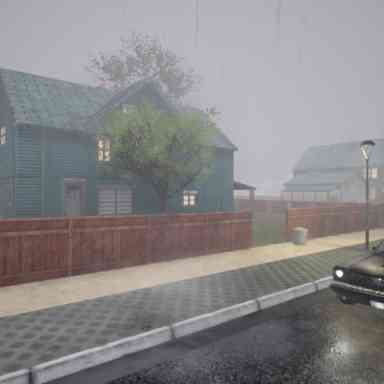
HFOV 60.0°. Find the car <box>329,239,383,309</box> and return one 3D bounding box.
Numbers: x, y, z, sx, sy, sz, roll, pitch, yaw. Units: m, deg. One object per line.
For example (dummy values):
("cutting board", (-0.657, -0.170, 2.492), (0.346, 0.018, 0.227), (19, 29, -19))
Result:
("car", (4.860, 1.600, 7.007), (4.718, 1.301, 1.895), (0, 0, -39))
